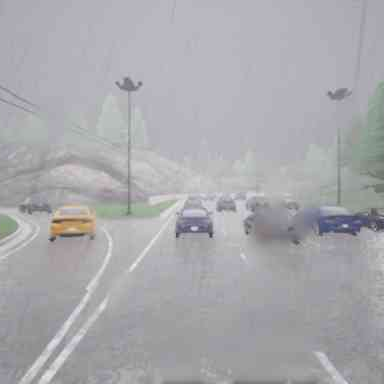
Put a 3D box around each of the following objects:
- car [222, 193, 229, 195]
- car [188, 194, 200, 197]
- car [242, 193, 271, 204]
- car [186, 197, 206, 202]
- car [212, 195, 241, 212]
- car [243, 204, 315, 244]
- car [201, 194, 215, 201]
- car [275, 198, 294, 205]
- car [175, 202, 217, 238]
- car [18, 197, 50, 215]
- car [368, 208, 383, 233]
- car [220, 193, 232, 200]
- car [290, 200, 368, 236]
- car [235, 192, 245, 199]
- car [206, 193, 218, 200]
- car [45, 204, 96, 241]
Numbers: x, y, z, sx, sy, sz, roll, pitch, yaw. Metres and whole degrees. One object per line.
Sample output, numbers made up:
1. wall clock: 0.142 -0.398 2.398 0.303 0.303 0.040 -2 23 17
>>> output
1. car: 7.097 1.303 72.005 2.033 1.411 5.357 0 0 2
2. car: 0.116 1.236 73.094 1.882 1.535 5.008 0 0 2
3. car: 7.142 1.235 36.020 2.097 1.767 4.553 0 0 0
4. car: 0.140 1.487 34.748 1.895 1.301 4.718 0 0 0
5. car: 3.643 1.373 36.277 2.128 1.511 4.902 0 0 0
6. car: 3.618 1.497 15.435 2.033 1.411 5.357 0 0 0
7. car: 3.621 1.312 73.416 1.994 1.385 4.181 0 0 2
8. car: 10.630 1.405 37.328 1.812 1.442 4.674 0 0 0
9. car: 0.105 1.469 17.327 1.812 1.442 4.674 0 0 0
10. car: -15.641 1.241 32.979 2.097 1.767 4.553 0 0 -40
11. car: 10.622 1.540 19.157 1.895 1.301 4.718 0 0 0
12. car: 8.456 1.088 82.301 1.837 1.490 4.892 0 0 17
13. car: 7.120 1.420 17.918 1.882 1.535 5.008 0 0 0
14. car: 10.612 0.988 72.863 2.150 2.045 5.566 0 0 2
15. car: 5.053 1.106 83.123 1.812 1.442 4.674 0 0 17
16. car: -5.845 1.422 16.527 1.882 1.535 5.008 0 0 -17
